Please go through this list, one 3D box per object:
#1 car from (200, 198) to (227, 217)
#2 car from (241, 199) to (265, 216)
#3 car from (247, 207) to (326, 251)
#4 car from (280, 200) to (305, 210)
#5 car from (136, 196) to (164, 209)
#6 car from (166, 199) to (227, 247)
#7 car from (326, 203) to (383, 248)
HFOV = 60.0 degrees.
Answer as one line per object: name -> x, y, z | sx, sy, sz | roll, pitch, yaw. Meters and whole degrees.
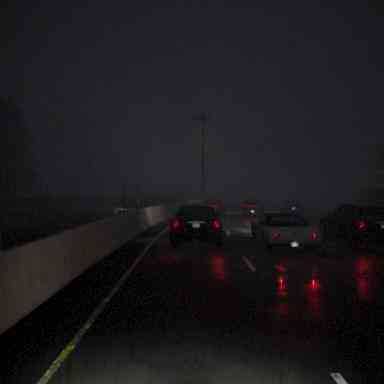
car -> 2.051, 1.369, 30.643 | 1.837, 1.490, 4.892 | 0, 0, 11
car -> 5.587, 1.369, 30.521 | 1.837, 1.490, 4.892 | 0, 0, 11
car -> 3.684, 1.538, 13.907 | 1.895, 1.301, 4.718 | 0, 0, 2
car -> 9.273, 1.426, 30.964 | 1.994, 1.385, 4.181 | 0, 0, 12
car -> -5.492, 1.308, 44.078 | 1.837, 1.490, 4.892 | 0, 0, 18
car -> 0.237, 1.287, 14.766 | 2.097, 1.767, 4.553 | 0, 0, 2
car -> 7.224, 1.287, 14.491 | 2.097, 1.767, 4.553 | 0, 0, 2
